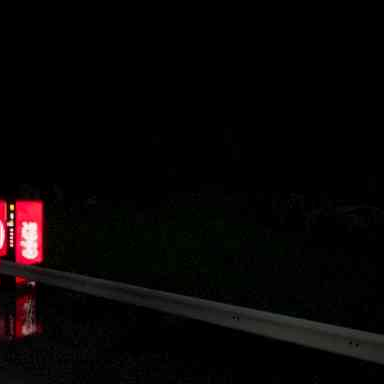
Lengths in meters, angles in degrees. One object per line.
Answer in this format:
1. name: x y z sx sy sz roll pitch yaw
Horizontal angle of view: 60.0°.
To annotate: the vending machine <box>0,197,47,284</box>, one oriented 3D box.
1. vending machine: -4.615 1.195 8.824 0.880 2.100 1.100 0 0 33
